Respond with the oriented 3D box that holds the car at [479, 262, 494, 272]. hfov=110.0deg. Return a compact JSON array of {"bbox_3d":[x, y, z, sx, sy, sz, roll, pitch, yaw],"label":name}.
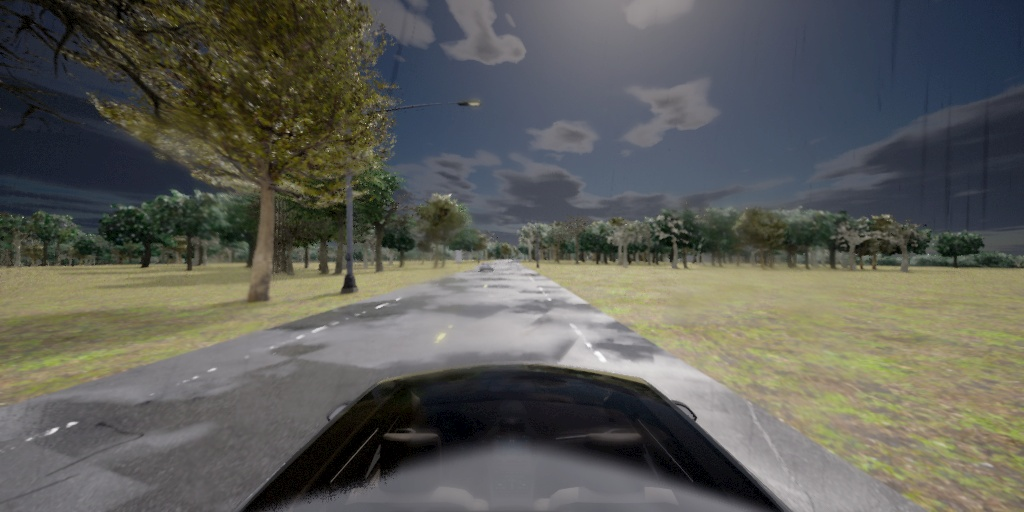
[{"bbox_3d":[-3.602,1.547,51.118,1.895,1.301,4.718,0,-1,0],"label":"car"}]
